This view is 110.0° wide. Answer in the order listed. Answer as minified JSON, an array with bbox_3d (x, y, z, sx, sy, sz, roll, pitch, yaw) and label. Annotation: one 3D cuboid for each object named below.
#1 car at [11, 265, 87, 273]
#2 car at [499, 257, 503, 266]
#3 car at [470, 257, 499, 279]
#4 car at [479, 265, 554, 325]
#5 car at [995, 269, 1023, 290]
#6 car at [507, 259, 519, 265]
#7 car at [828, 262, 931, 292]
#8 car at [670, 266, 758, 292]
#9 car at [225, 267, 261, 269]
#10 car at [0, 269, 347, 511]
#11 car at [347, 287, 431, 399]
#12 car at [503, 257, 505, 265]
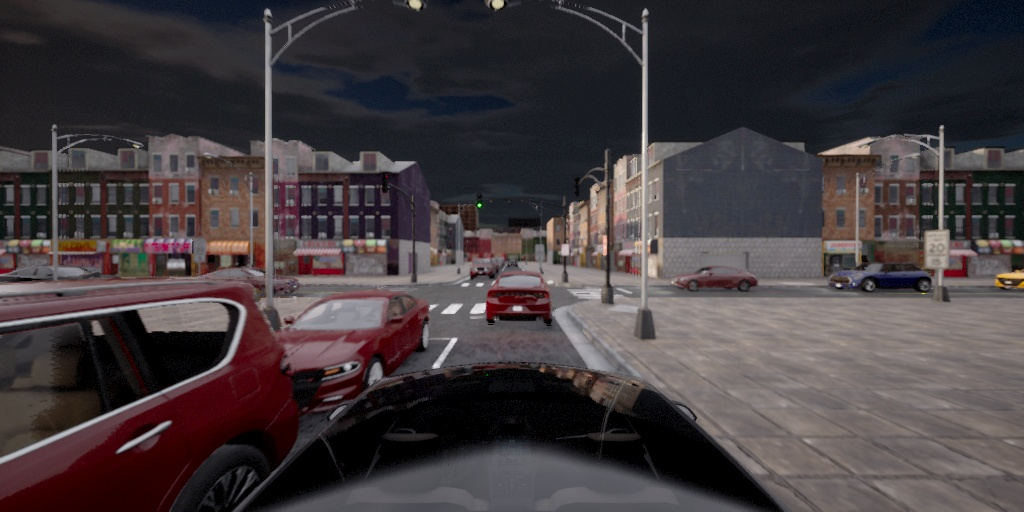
[{"bbox_3d":[-22.792,1.227,18.112,5.008,1.535,1.882,0,0,0],"label":"car"},{"bbox_3d":[-2.626,1.098,43.485,2.192,1.841,5.009,0,0,0],"label":"car"},{"bbox_3d":[-2.629,1.085,32.632,2.192,1.841,5.009,0,0,0],"label":"car"},{"bbox_3d":[0.353,1.233,11.900,1.882,1.535,5.008,0,0,5],"label":"car"},{"bbox_3d":[31.514,1.278,20.942,5.008,1.535,1.882,0,0,0],"label":"car"},{"bbox_3d":[0.119,1.322,63.475,1.837,1.490,4.892,0,0,0],"label":"car"},{"bbox_3d":[21.331,1.135,20.969,4.553,1.767,2.097,0,0,0],"label":"car"},{"bbox_3d":[11.758,1.294,20.988,4.674,1.442,1.812,0,0,2],"label":"car"},{"bbox_3d":[-13.334,1.284,18.129,4.674,1.442,1.812,0,0,-1],"label":"car"},{"bbox_3d":[-2.638,1.064,0.789,2.192,1.841,5.009,0,0,0],"label":"car"},{"bbox_3d":[-2.637,1.297,6.223,1.888,1.381,4.507,0,0,0],"label":"car"},{"bbox_3d":[-2.621,1.361,59.765,2.007,1.370,4.403,0,0,0],"label":"car"}]
